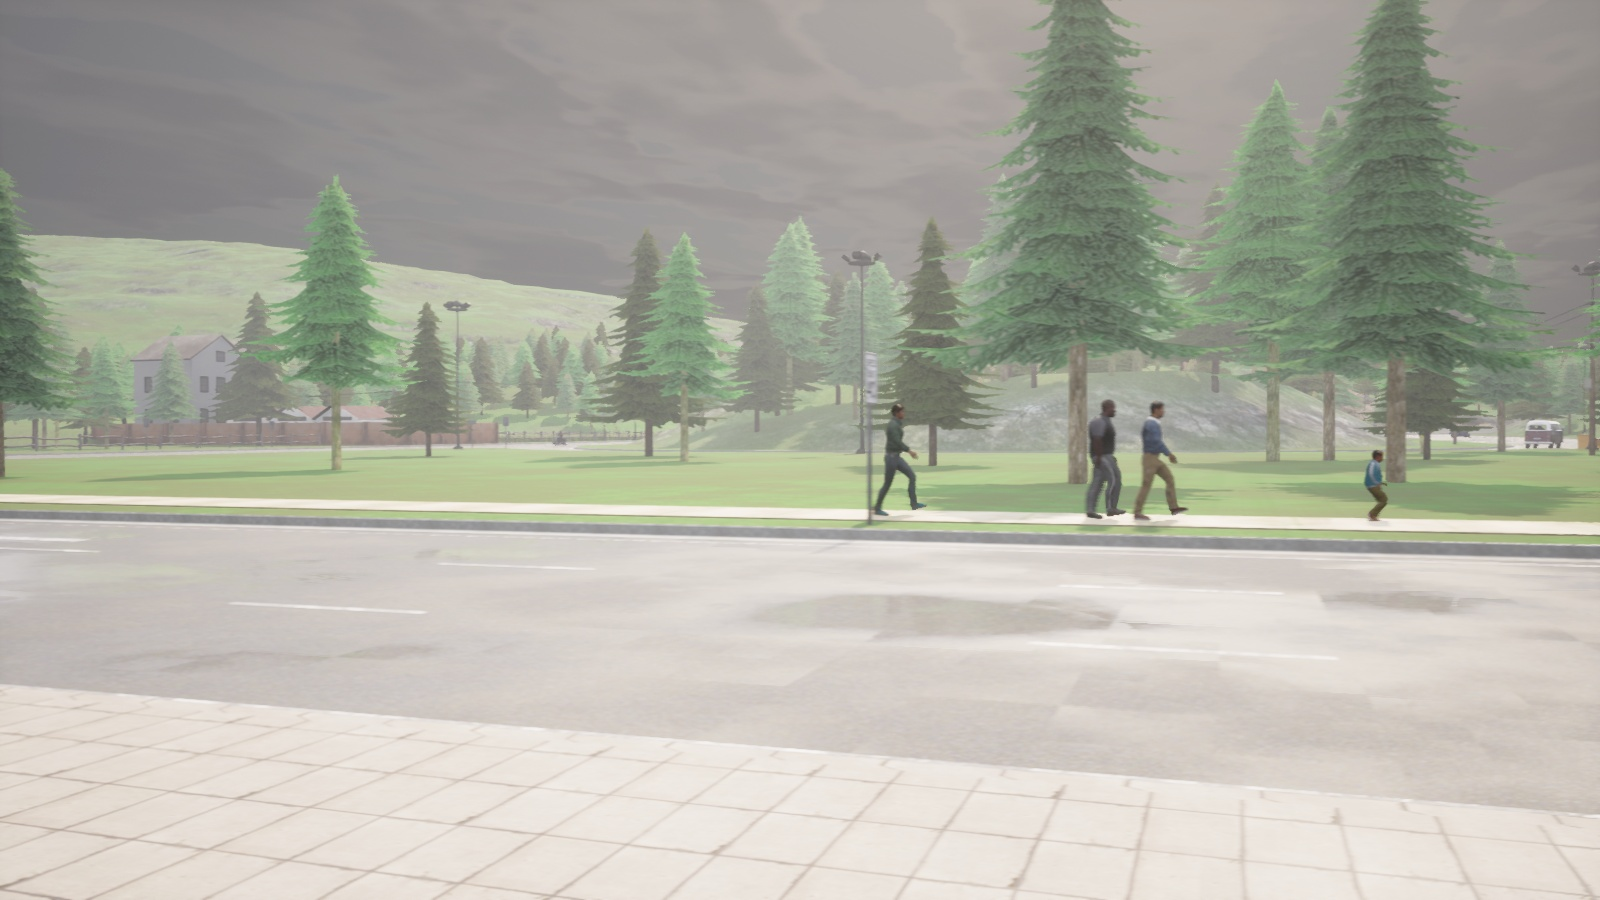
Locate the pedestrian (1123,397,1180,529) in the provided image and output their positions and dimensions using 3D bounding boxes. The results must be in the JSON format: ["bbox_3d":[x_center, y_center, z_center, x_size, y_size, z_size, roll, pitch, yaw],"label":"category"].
[{"bbox_3d":[5.302,0.182,18.920,0.788,1.949,0.423,1,1,19],"label":"pedestrian"}]

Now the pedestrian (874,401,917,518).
[{"bbox_3d":[1.540,0.147,20.232,0.614,1.847,0.353,1,1,18],"label":"pedestrian"}]

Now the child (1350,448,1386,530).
[{"bbox_3d":[8.474,0.577,18.737,0.448,1.192,0.343,1,1,19],"label":"child"}]

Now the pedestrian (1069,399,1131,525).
[{"bbox_3d":[4.578,0.176,19.151,0.849,1.883,0.563,1,1,19],"label":"pedestrian"}]
